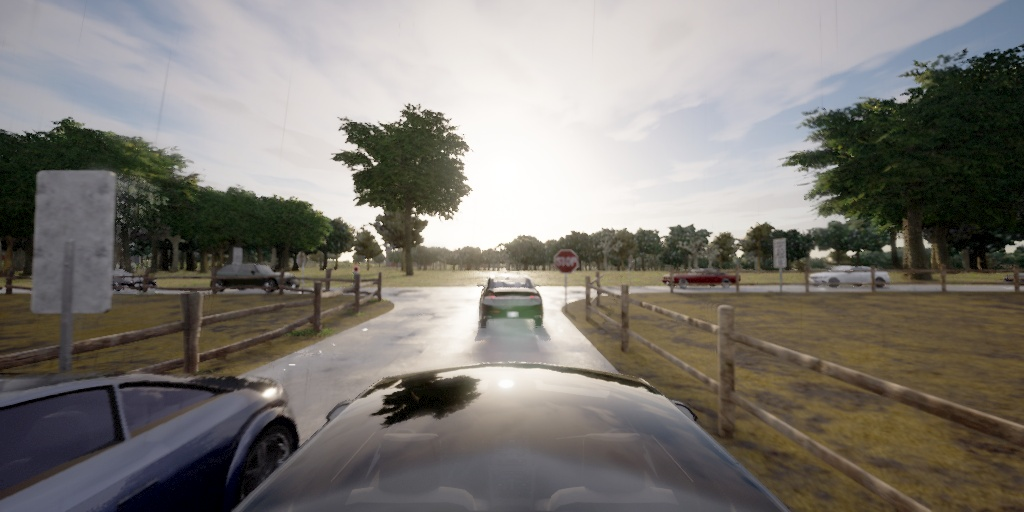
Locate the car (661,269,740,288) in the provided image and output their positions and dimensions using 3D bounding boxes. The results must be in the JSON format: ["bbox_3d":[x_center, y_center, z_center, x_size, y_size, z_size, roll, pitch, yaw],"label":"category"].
[{"bbox_3d":[12.953,1.548,24.870,4.718,1.301,1.895,0,-2,-1],"label":"car"}]

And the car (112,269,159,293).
[{"bbox_3d":[-25.036,1.482,21.910,5.357,1.411,2.033,0,-2,0],"label":"car"}]

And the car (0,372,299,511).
[{"bbox_3d":[-2.834,1.311,1.381,1.994,1.385,4.181,0,-1,0],"label":"car"}]

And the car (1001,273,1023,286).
[{"bbox_3d":[36.198,1.337,23.465,5.357,1.411,2.033,-1,-2,10],"label":"car"}]

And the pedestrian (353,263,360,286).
[{"bbox_3d":[-12.174,1.403,27.918,0.375,1.860,0.375,0,-2,0],"label":"pedestrian"}]

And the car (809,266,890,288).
[{"bbox_3d":[23.110,1.420,24.742,4.674,1.442,1.812,0,-2,4],"label":"car"}]

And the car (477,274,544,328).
[{"bbox_3d":[-0.120,1.342,11.810,2.128,1.511,4.902,0,-1,-3],"label":"car"}]

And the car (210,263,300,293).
[{"bbox_3d":[-15.505,1.288,21.892,4.553,1.767,2.097,0,-2,1],"label":"car"}]
